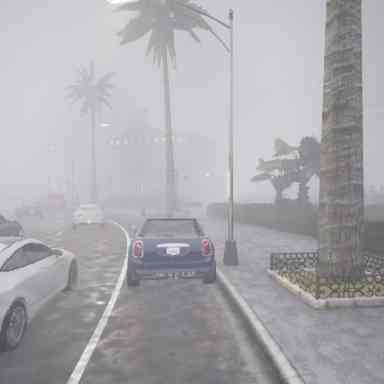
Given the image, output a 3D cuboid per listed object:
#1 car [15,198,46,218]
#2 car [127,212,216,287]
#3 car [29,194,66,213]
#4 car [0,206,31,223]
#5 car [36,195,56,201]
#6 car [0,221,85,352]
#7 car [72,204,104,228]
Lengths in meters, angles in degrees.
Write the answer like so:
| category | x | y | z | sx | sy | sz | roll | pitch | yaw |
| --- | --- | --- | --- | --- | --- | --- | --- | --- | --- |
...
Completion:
| category | x | y | z | sx | sy | sz | roll | pitch | yaw |
| --- | --- | --- | --- | --- | --- | --- | --- | --- | --- |
| car | -14.531 | 1.514 | 29.486 | 1.812 | 1.442 | 4.674 | 0 | 0 | -32 |
| car | -0.703 | 1.352 | 9.627 | 2.097 | 1.767 | 4.553 | 0 | 0 | -7 |
| car | -15.863 | 1.209 | 36.813 | 2.150 | 2.045 | 5.566 | 0 | 0 | -41 |
| car | -7.840 | 1.499 | 12.368 | 1.837 | 1.490 | 4.892 | 1 | 0 | -10 |
| car | -34.089 | 1.379 | 77.840 | 4.193 | 1.474 | 1.816 | 0 | 0 | 22 |
| car | -3.483 | 1.523 | 5.951 | 1.812 | 1.442 | 4.674 | 0 | 0 | -4 |
| car | -6.838 | 1.521 | 21.842 | 1.812 | 1.442 | 4.674 | 0 | 0 | -19 |
